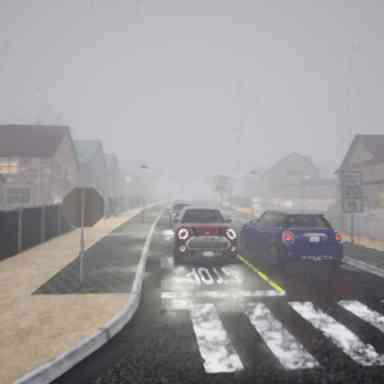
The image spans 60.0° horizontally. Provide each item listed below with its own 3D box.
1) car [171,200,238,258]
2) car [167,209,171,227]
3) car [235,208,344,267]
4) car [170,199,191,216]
[{"bbox_3d":[0.373,1.365,12.737,2.097,1.767,4.553,1,0,-4],"label":"car"},{"bbox_3d":[-0.602,1.508,22.841,1.837,1.490,4.892,1,0,-4],"label":"car"},{"bbox_3d":[3.268,1.394,11.794,2.097,1.767,4.553,1,0,-8],"label":"car"},{"bbox_3d":[-1.184,1.544,34.514,2.033,1.411,5.357,0,0,-2],"label":"car"}]
